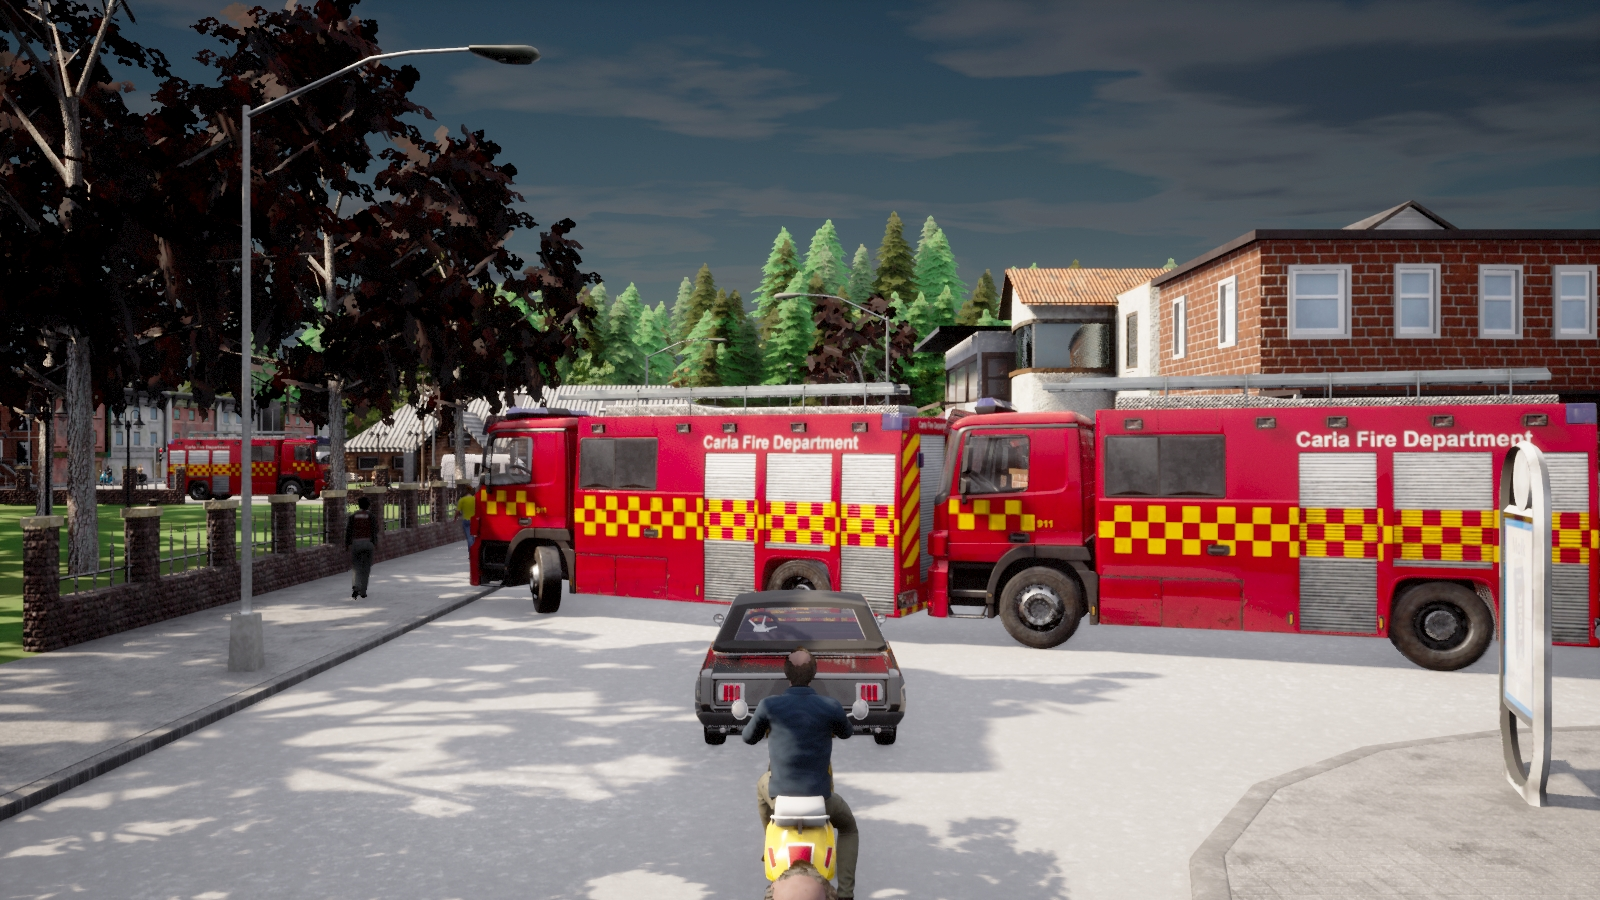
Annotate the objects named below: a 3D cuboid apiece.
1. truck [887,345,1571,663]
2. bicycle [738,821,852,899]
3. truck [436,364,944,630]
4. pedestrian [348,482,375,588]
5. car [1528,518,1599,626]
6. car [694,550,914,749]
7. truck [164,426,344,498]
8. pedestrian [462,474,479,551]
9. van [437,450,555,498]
[{"bbox_3d":[5.742,0.661,16.504,8.468,3.827,2.891,0,0,19],"label":"truck"},{"bbox_3d":[-0.015,1.938,3.086,0.329,1.271,1.835,0,0,0],"label":"bicycle"},{"bbox_3d":[-2.039,0.664,19.659,8.468,3.827,2.891,0,0,27],"label":"truck"},{"bbox_3d":[-7.853,1.516,20.457,0.375,1.860,0.375,0,0,-8],"label":"pedestrian"},{"bbox_3d":[14.109,1.835,17.290,4.792,1.488,2.163,0,0,0],"label":"car"},{"bbox_3d":[0.033,1.930,12.217,1.895,1.301,4.718,0,0,0],"label":"car"},{"bbox_3d":[-29.853,0.645,62.699,8.468,3.827,2.891,0,0,1],"label":"truck"},{"bbox_3d":[-8.066,1.514,27.956,0.375,1.860,0.375,0,0,-21],"label":"pedestrian"},{"bbox_3d":[-16.613,1.289,62.612,5.915,2.561,1.988,0,0,0],"label":"van"}]
